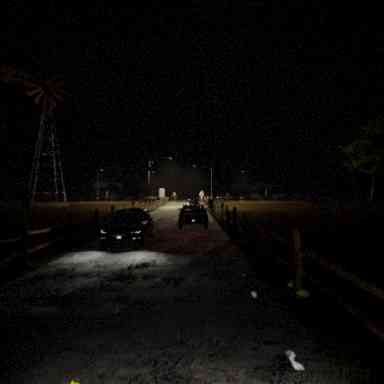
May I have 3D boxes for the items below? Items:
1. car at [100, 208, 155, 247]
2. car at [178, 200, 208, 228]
[{"bbox_3d":[-2.818,1.536,15.327,1.837,1.490,4.892,0,-1,0],"label":"car"},{"bbox_3d":[0.088,1.534,22.576,2.128,1.511,4.902,0,0,0],"label":"car"}]
